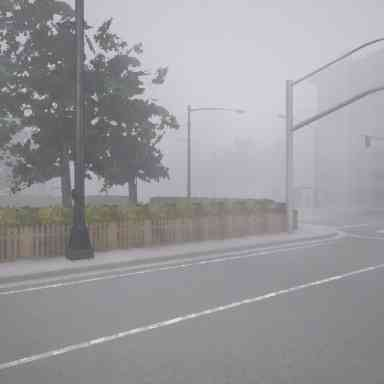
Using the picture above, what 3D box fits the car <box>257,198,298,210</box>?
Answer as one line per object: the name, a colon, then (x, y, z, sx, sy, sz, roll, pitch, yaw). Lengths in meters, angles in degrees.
car: (7.982, 1.352, 32.254, 2.097, 1.767, 4.553, 0, 0, -35)
